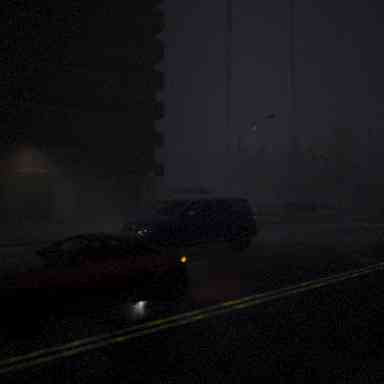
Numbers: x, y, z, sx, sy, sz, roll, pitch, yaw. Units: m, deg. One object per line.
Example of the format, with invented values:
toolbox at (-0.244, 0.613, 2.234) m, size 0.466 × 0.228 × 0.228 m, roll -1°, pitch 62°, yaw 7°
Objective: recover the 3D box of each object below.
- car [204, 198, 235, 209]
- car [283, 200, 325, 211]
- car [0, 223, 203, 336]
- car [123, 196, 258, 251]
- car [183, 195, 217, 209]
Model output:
car at (3.753, 1.505, 45.960) m, size 1.994 × 1.385 × 4.181 m, roll 0°, pitch 0°, yaw -37°
car at (13.175, 1.543, 39.445) m, size 1.895 × 1.301 × 4.718 m, roll 0°, pitch 0°, yaw -35°
car at (-2.106, 1.564, 6.726) m, size 4.181 × 1.385 × 1.994 m, roll 0°, pitch 0°, yaw -35°
car at (0.024, 1.221, 12.550) m, size 5.566 × 2.045 × 2.150 m, roll 0°, pitch 0°, yaw -35°
car at (0.939, 1.294, 43.917) m, size 2.097 × 1.767 × 4.553 m, roll 0°, pitch 0°, yaw -37°
